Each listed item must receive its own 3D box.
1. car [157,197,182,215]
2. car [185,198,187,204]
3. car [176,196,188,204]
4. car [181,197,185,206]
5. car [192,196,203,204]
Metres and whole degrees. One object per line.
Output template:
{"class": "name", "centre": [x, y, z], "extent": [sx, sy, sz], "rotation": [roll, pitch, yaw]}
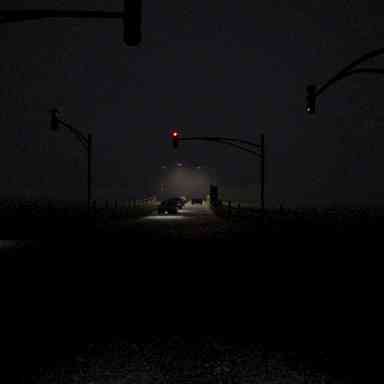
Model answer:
{"class": "car", "centre": [-2.414, 1.553, 34.180], "extent": [2.033, 1.411, 5.357], "rotation": [0, 0, 0]}
{"class": "car", "centre": [-2.122, 1.560, 53.805], "extent": [2.033, 1.411, 5.357], "rotation": [0, 0, 1]}
{"class": "car", "centre": [-1.924, 1.581, 63.810], "extent": [1.994, 1.385, 4.181], "rotation": [0, 0, 2]}
{"class": "car", "centre": [-2.265, 1.514, 43.957], "extent": [1.837, 1.490, 4.892], "rotation": [0, 0, 1]}
{"class": "car", "centre": [0.941, 1.493, 61.603], "extent": [1.882, 1.535, 5.008], "rotation": [0, 0, 1]}
